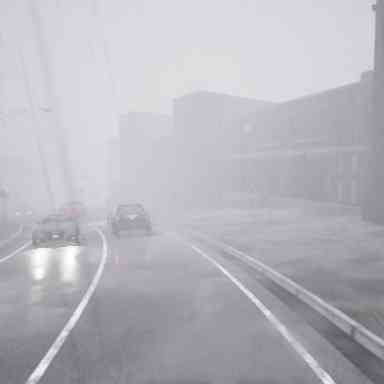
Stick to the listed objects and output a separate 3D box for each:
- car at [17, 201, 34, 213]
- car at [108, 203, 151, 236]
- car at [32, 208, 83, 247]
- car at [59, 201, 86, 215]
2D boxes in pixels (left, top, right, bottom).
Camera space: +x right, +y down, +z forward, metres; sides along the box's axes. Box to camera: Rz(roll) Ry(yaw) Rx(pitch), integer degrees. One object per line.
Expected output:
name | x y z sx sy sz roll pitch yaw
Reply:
car | -26.820 2.299 53.538 2.097 1.767 4.553 -2 0 -21
car | -3.863 1.451 19.885 2.097 1.767 4.553 -3 0 -18
car | -6.530 1.759 16.315 1.994 1.385 4.181 -2 0 -18
car | -13.645 1.787 37.779 2.097 1.767 4.553 -3 1 -34
